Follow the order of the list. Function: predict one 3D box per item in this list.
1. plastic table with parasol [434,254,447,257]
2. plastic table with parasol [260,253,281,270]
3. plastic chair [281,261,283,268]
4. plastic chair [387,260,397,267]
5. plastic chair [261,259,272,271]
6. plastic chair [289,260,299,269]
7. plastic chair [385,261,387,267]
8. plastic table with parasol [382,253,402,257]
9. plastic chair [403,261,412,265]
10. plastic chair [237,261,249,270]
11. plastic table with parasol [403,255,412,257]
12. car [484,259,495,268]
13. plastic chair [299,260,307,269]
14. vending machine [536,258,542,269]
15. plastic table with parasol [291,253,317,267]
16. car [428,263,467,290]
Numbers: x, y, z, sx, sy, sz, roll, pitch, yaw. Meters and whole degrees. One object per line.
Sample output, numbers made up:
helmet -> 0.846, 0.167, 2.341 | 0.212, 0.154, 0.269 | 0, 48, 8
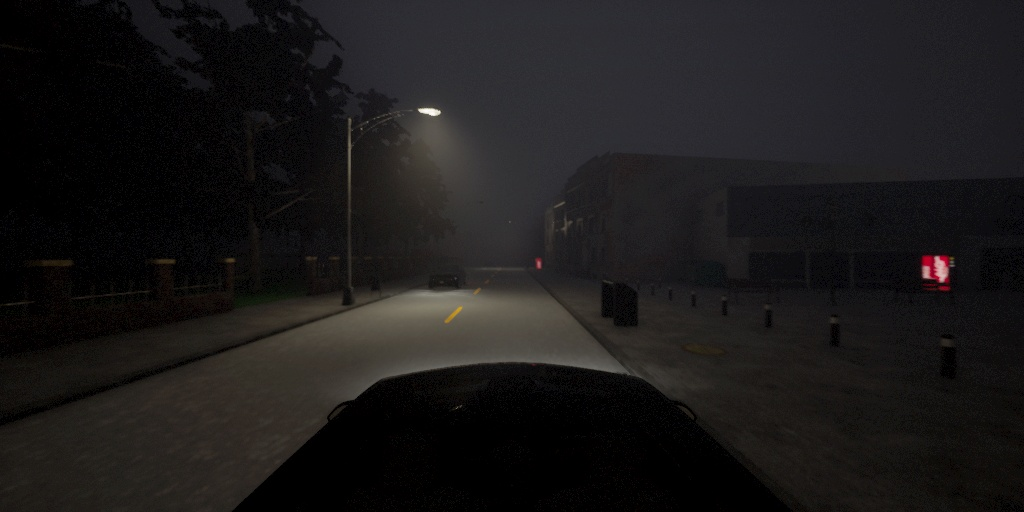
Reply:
plastic table with parasol -> -13.103, 0.857, 62.533 | 2.482, 2.480, 2.482 | 0, 0, -40
plastic table with parasol -> -33.997, 0.791, 49.639 | 2.482, 2.480, 2.482 | 0, 0, -40
plastic chair -> -32.976, 1.391, 50.376 | 0.730, 1.272, 0.750 | 0, 0, -40
plastic chair -> -19.742, 1.383, 59.314 | 0.750, 1.272, 0.730 | 0, 0, -44
plastic chair -> -33.264, 1.391, 48.641 | 0.750, 1.272, 0.730 | 0, 0, -40
plastic chair -> -32.343, 1.392, 53.215 | 0.730, 1.272, 0.750 | 0, 0, -34
plastic chair -> -21.458, 1.374, 59.457 | 0.730, 1.272, 0.750 | 0, 0, -38
plastic table with parasol -> -20.563, 0.792, 60.159 | 2.482, 2.480, 2.482 | 0, 0, -38
plastic chair -> -16.718, 1.452, 57.803 | 0.730, 1.272, 0.750 | 0, 0, -35
plastic chair -> -38.584, 1.410, 51.382 | 0.750, 1.272, 0.730 | 0, 0, -40
plastic table with parasol -> -15.744, 0.850, 58.704 | 2.482, 2.480, 2.482 | 0, 0, -40
car -> -4.065, 1.356, 65.271 | 1.882, 1.535, 5.008 | 0, -1, 0
plastic chair -> -30.642, 1.264, 53.088 | 0.750, 1.272, 0.730 | 0, 0, -39
vending machine -> 4.259, 1.276, 56.833 | 1.100, 2.100, 0.880 | 0, 0, 0
plastic table with parasol -> -31.350, 0.726, 54.058 | 2.482, 2.480, 2.482 | 0, 0, -39
car -> -4.099, 1.271, 23.440 | 1.882, 1.535, 5.008 | 0, 0, 0
